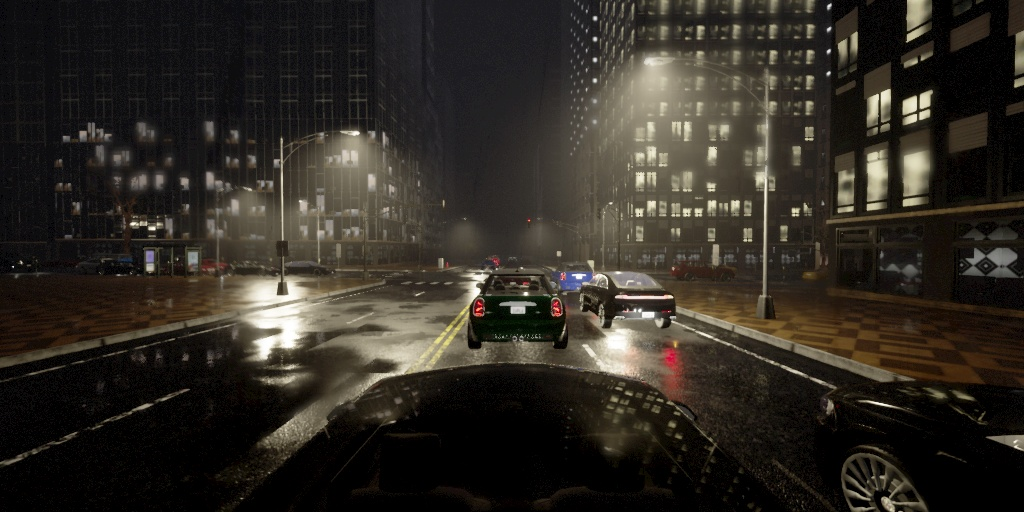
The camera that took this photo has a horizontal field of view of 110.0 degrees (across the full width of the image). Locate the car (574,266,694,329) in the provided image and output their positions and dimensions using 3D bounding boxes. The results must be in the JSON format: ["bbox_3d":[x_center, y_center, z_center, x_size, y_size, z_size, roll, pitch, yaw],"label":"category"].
[{"bbox_3d":[3.364,1.239,11.278,2.128,1.511,4.902,0,0,0],"label":"car"}]

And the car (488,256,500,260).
[{"bbox_3d":[-3.249,0.936,61.029,2.150,2.045,5.566,0,0,0],"label":"car"}]

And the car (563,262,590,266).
[{"bbox_3d":[3.375,1.096,20.120,2.097,1.767,4.553,0,0,0],"label":"car"}]

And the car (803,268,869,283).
[{"bbox_3d":[27.681,1.584,30.556,4.829,1.417,1.751,0,0,1],"label":"car"}]

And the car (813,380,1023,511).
[{"bbox_3d":[3.344,1.242,0.886,2.128,1.511,4.902,0,0,0],"label":"car"}]

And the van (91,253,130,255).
[{"bbox_3d":[-45.235,0.611,40.346,3.998,1.789,1.690,0,0,1],"label":"van"}]

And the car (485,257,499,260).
[{"bbox_3d":[-3.279,1.250,50.806,1.812,1.442,4.674,0,0,0],"label":"car"}]

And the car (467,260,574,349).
[{"bbox_3d":[0.111,1.100,9.304,2.097,1.767,4.553,0,0,0],"label":"car"}]

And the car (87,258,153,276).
[{"bbox_3d":[-34.056,1.074,31.670,4.313,1.339,1.948,0,0,1],"label":"car"}]

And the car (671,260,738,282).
[{"bbox_3d":[16.233,1.274,30.768,5.009,1.841,2.192,0,0,1],"label":"car"}]

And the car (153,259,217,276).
[{"bbox_3d":[-28.375,1.143,31.489,4.207,1.307,1.802,0,0,1],"label":"car"}]

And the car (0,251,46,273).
[{"bbox_3d":[-49.578,0.544,34.686,5.566,2.045,2.150,1,1,-1],"label":"car"}]

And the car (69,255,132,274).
[{"bbox_3d":[-38.923,0.948,34.413,4.674,1.442,1.812,1,1,2],"label":"car"}]

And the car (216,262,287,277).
[{"bbox_3d":[-22.691,1.179,31.349,4.313,1.339,1.948,0,0,1],"label":"car"}]

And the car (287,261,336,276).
[{"bbox_3d":[-19.663,1.145,33.976,5.357,1.411,2.033,0,1,0],"label":"car"}]
